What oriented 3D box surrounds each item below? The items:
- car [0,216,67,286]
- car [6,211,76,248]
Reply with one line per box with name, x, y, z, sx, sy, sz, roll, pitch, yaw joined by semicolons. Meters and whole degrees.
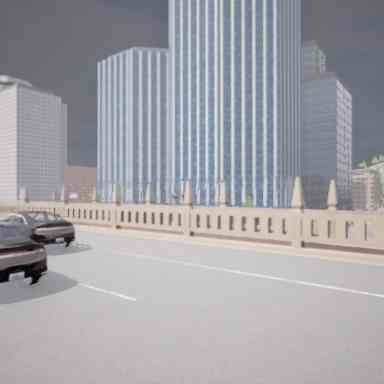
car;-5.527;1.518;8.300;4.902;1.511;2.128;0;0;37
car;-6.759;1.539;13.638;4.902;1.511;2.128;0;0;37
